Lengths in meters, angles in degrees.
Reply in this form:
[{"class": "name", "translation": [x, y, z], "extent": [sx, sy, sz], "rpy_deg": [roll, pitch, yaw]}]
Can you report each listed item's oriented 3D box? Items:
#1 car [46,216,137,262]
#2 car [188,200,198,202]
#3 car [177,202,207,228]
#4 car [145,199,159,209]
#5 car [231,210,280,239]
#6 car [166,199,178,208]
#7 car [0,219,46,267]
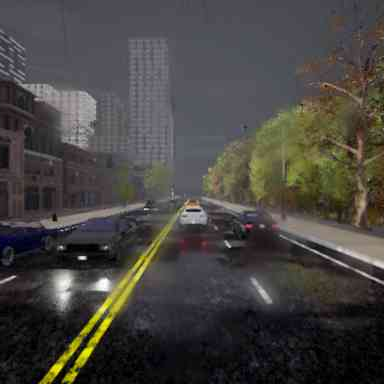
[{"class": "car", "translation": [-3.352, 1.652, 12.820], "extent": [2.033, 1.411, 5.357], "rpy_deg": [0, 0, 0]}, {"class": "car", "translation": [0.091, 1.859, 47.328], "extent": [1.882, 1.535, 5.008], "rpy_deg": [0, 0, 0]}, {"class": "car", "translation": [0.096, 1.717, 23.577], "extent": [1.812, 1.442, 4.674], "rpy_deg": [0, 0, 0]}, {"class": "car", "translation": [-6.556, 1.940, 54.510], "extent": [1.837, 1.490, 4.892], "rpy_deg": [0, 0, 1]}, {"class": "car", "translation": [3.348, 1.698, 18.358], "extent": [2.033, 1.411, 5.357], "rpy_deg": [0, 0, 0]}, {"class": "car", "translation": [-3.293, 1.977, 56.369], "extent": [1.812, 1.442, 4.674], "rpy_deg": [0, 0, 1]}, {"class": "car", "translation": [-6.601, 1.698, 11.922], "extent": [1.895, 1.301, 4.718], "rpy_deg": [0, 0, 0]}]
